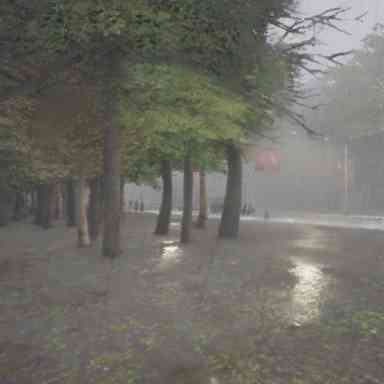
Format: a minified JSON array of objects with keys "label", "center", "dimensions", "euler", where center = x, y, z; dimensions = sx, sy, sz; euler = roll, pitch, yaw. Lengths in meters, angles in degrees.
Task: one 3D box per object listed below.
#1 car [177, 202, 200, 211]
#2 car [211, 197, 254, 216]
[{"label":"car","center":[-0.461,2.169,49.835],"dimensions":[1.994,1.385,4.181],"euler":[1,-1,-35]},{"label":"car","center":[4.391,1.580,37.172],"dimensions":[2.150,2.045,5.566],"euler":[1,-1,-35]}]
